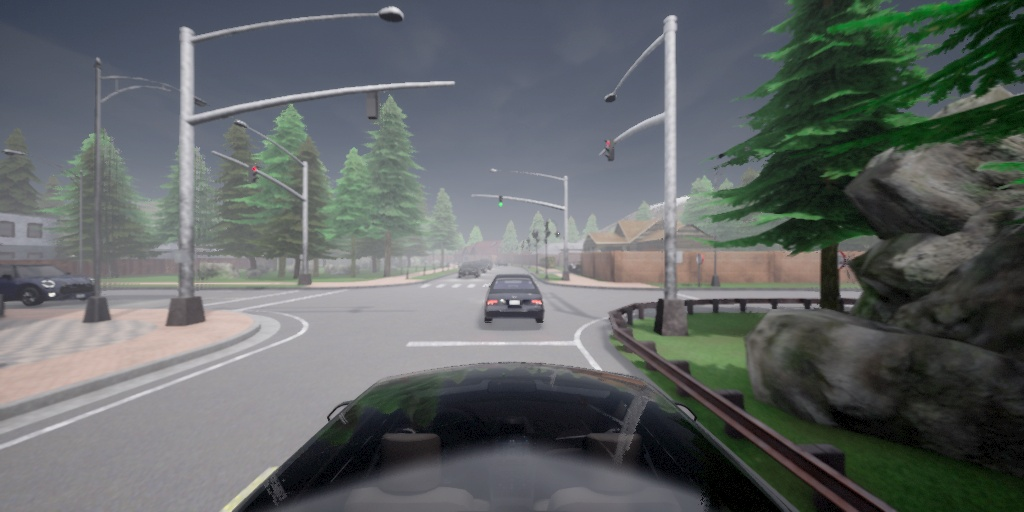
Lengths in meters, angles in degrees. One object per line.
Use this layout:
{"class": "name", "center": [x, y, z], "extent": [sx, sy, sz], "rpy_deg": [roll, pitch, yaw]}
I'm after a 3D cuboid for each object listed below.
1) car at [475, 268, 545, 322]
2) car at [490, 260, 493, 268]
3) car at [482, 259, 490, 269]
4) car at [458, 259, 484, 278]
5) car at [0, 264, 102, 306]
{"class": "car", "center": [0.025, 1.321, 12.334], "extent": [2.033, 1.411, 5.357], "rpy_deg": [0, 0, -1]}
{"class": "car", "center": [-4.154, 1.227, 53.673], "extent": [2.097, 1.767, 4.553], "rpy_deg": [0, 0, 0]}
{"class": "car", "center": [-4.109, 1.351, 43.982], "extent": [1.837, 1.490, 4.892], "rpy_deg": [0, 0, 0]}
{"class": "car", "center": [-4.046, 1.323, 34.516], "extent": [1.837, 1.490, 4.892], "rpy_deg": [0, 0, 0]}
{"class": "car", "center": [-20.726, 1.127, 15.402], "extent": [4.553, 1.767, 2.097], "rpy_deg": [0, 0, 1]}
